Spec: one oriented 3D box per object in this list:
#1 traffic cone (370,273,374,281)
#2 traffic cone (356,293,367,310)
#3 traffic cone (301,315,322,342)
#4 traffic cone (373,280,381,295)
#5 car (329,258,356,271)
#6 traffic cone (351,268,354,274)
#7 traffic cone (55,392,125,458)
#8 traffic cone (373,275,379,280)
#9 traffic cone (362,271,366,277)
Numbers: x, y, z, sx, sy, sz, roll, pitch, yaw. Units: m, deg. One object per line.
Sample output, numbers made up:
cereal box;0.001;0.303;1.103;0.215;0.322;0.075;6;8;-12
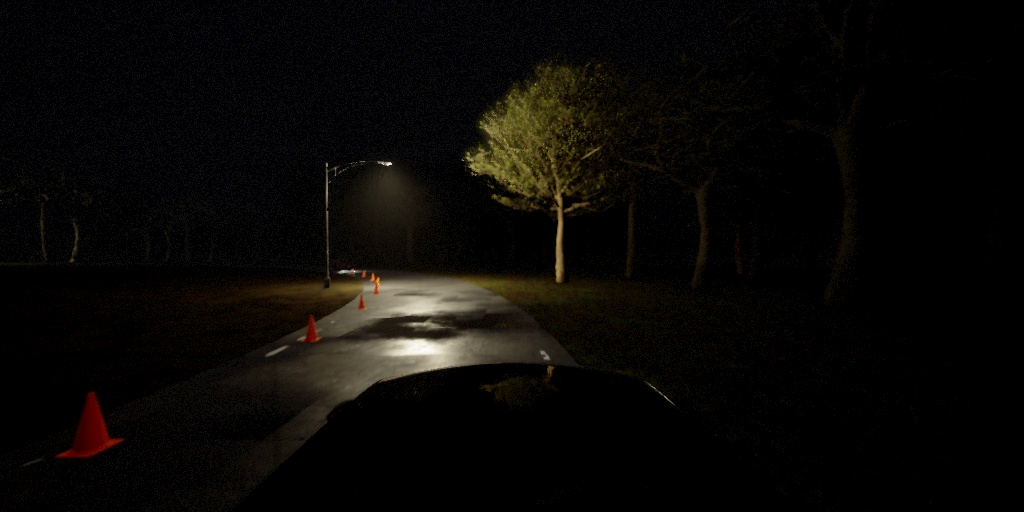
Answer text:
traffic cone;-10.342;1.536;26.679;0.340;0.580;0.340;0;0;-27
traffic cone;-5.537;1.664;13.210;0.340;0.580;0.340;0;0;-12
traffic cone;-4.747;1.692;8.496;0.340;0.580;0.340;0;0;-7
traffic cone;-6.739;1.627;17.835;0.340;0.580;0.340;0;0;-17
car;-20.315;0.987;42.498;4.181;1.385;1.994;0;1;39
traffic cone;-15.445;1.456;34.753;0.340;0.580;0.340;0;0;-37
traffic cone;-4.376;1.713;3.731;0.340;0.580;0.340;0;0;-2
traffic cone;-8.345;1.583;22.337;0.340;0.580;0.340;0;0;-22
traffic cone;-12.715;1.494;30.829;0.340;0.580;0.340;0;0;-32
